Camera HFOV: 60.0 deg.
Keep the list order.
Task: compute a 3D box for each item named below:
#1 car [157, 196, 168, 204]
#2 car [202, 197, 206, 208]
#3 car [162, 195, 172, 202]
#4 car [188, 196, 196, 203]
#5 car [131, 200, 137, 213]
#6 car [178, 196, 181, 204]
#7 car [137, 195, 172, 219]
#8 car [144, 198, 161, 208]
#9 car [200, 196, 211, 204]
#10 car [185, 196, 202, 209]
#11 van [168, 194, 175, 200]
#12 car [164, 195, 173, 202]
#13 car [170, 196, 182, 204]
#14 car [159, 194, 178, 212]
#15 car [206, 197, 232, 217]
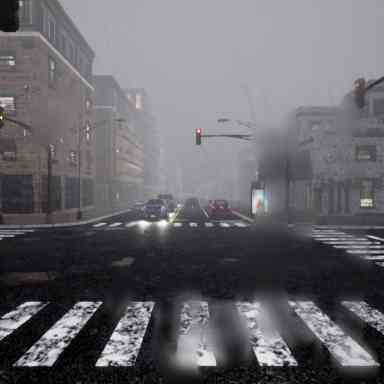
[{"bbox_3d":[-5.789,1.565,65.787,1.752,1.417,4.829,0,0,0],"label":"car"},{"bbox_3d":[2.624,1.597,43.194,1.802,1.307,4.206,0,0,0],"label":"car"},{"bbox_3d":[-5.807,1.497,77.349,1.967,1.590,4.097,0,0,0],"label":"car"},{"bbox_3d":[-0.020,1.572,70.761,1.812,1.442,4.674,0,0,0],"label":"car"},{"bbox_3d":[-5.748,1.561,37.473,2.008,1.369,4.403,0,0,0],"label":"car"},{"bbox_3d":[-3.158,1.585,49.463,1.994,1.385,4.181,0,0,0],"label":"car"},{"bbox_3d":[-3.139,1.356,28.928,2.097,1.767,4.553,0,0,0],"label":"car"},{"bbox_3d":[-5.764,1.571,48.867,2.008,1.369,4.403,0,0,0],"label":"car"},{"bbox_3d":[2.592,1.591,65.981,2.008,1.369,4.403,-1,0,0],"label":"car"},{"bbox_3d":[0.035,1.523,46.230,1.837,1.490,4.892,0,0,0],"label":"car"},{"bbox_3d":[-5.832,1.430,94.440,1.690,1.788,3.998,-1,0,0],"label":"van"},{"bbox_3d":[-5.813,1.592,82.876,1.752,1.417,4.829,-1,0,0],"label":"car"},{"bbox_3d":[-3.096,1.532,64.524,2.128,1.511,4.902,0,0,0],"label":"car"},{"bbox_3d":[-3.152,1.235,39.025,2.150,2.045,5.566,0,0,0],"label":"car"},{"bbox_3d":[2.639,1.446,31.801,1.967,1.590,4.097,0,0,0],"label":"car"}]
